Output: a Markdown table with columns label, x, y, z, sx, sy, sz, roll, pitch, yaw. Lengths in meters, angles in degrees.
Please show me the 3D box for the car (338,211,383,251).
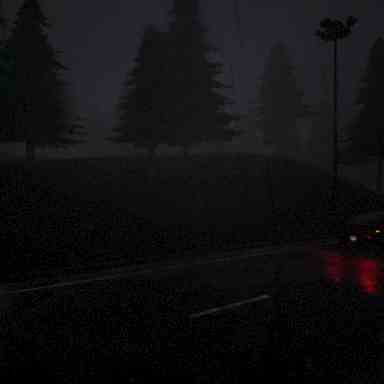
| label | x | y | z | sx | sy | sz | roll | pitch | yaw |
| --- | --- | --- | --- | --- | --- | --- | --- | --- | --- |
| car | 7.919 | 1.534 | 13.758 | 4.674 | 1.442 | 1.812 | 0 | 0 | -35 |
